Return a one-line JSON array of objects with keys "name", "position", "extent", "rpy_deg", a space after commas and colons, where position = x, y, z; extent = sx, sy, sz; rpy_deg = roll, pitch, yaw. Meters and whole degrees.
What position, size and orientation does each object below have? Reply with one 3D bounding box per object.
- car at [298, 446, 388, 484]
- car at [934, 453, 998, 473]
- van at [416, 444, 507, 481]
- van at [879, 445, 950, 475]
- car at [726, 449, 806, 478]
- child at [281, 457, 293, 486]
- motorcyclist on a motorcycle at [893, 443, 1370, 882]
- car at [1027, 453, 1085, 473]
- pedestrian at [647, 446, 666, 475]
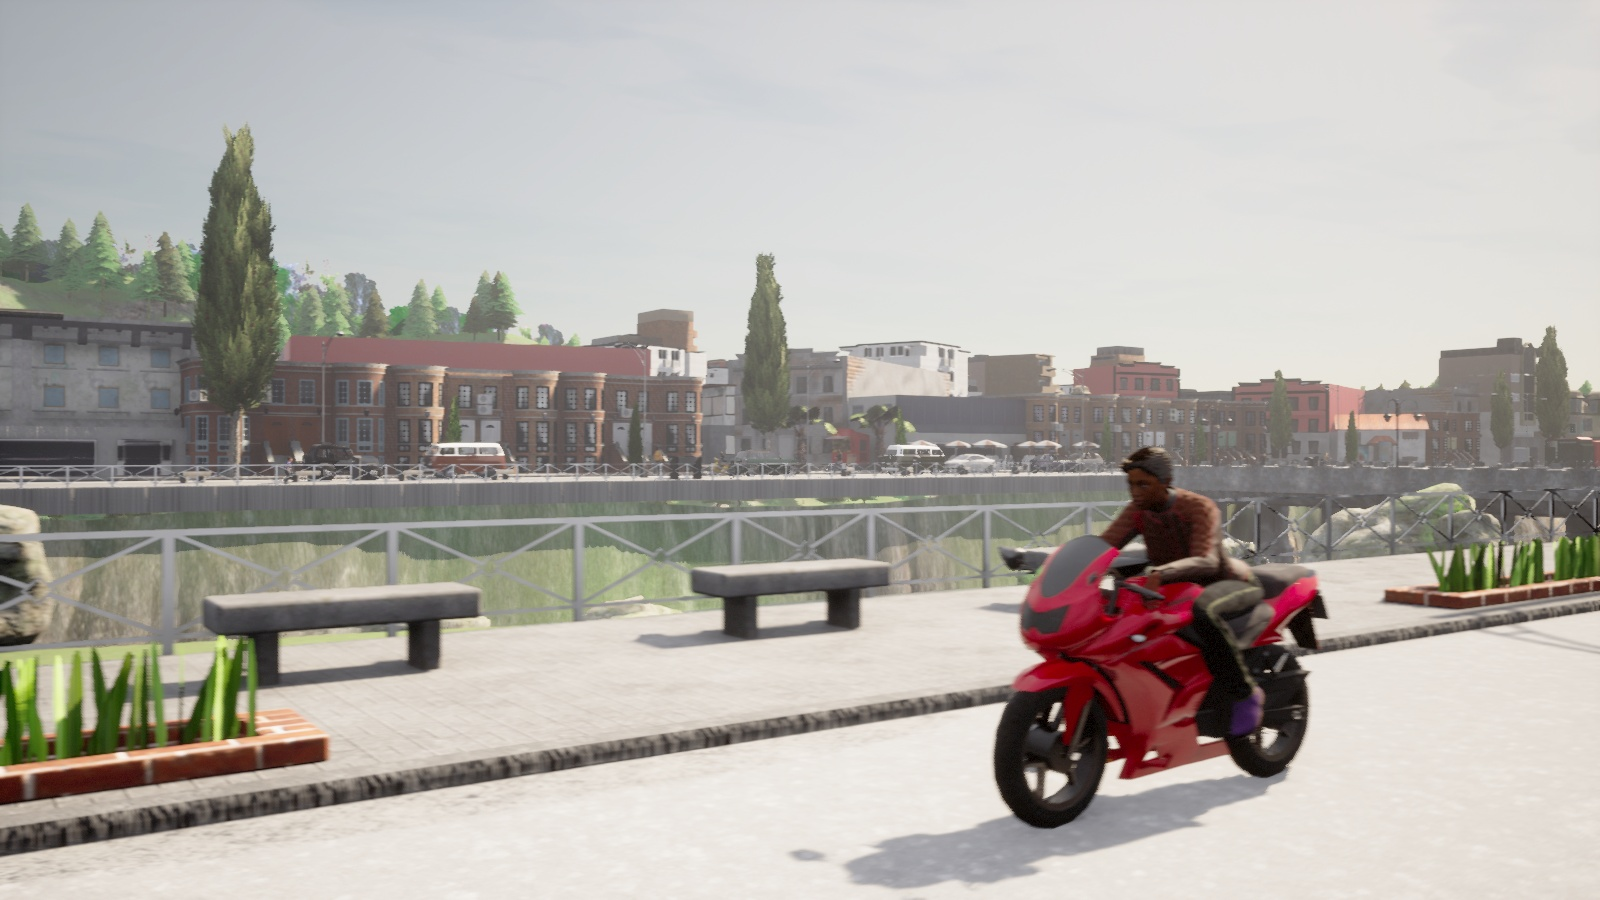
[{"name": "car", "position": [-23.044, 0.745, 63.355], "extent": [3.866, 1.878, 1.905], "rpy_deg": [0, 0, -35]}, {"name": "car", "position": [12.256, 0.972, 92.813], "extent": [4.674, 1.442, 1.812], "rpy_deg": [0, 0, -35]}, {"name": "van", "position": [-19.111, 0.683, 70.968], "extent": [4.480, 2.038, 2.069], "rpy_deg": [0, 0, -35]}, {"name": "van", "position": [7.757, 0.660, 84.807], "extent": [4.480, 2.038, 2.069], "rpy_deg": [0, 0, -35]}, {"name": "car", "position": [-2.111, 0.799, 77.934], "extent": [4.553, 1.767, 2.097], "rpy_deg": [0, 0, -35]}, {"name": "child", "position": [-22.237, 0.915, 54.432], "extent": [0.437, 1.263, 0.270], "rpy_deg": [0, 0, -19]}, {"name": "motorcyclist on a motorcycle", "position": [1.439, 0.737, 5.270], "extent": [2.044, 1.523, 0.797], "rpy_deg": [0, 0, -35]}, {"name": "car", "position": [18.884, 0.945, 92.556], "extent": [4.193, 1.474, 1.816], "rpy_deg": [0, 0, -35]}, {"name": "pedestrian", "position": [-9.265, 0.673, 81.255], "extent": [0.874, 1.855, 0.900], "rpy_deg": [0, 0, 32]}]
